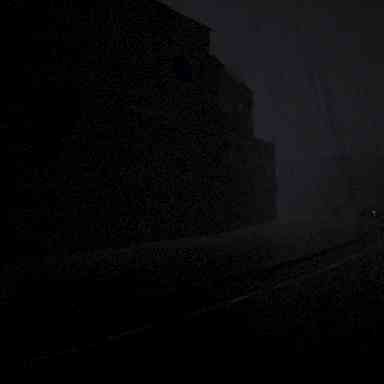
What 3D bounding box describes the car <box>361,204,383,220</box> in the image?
[{"bbox_3d":[19.661,2.038,35.447,2.097,1.767,4.553,-2,-3,13],"label":"car"}]
